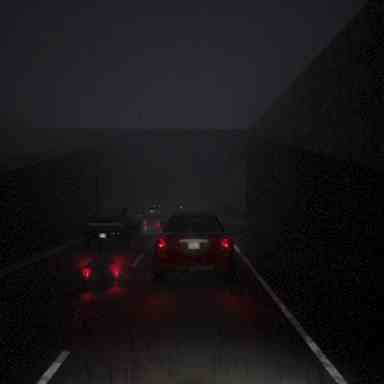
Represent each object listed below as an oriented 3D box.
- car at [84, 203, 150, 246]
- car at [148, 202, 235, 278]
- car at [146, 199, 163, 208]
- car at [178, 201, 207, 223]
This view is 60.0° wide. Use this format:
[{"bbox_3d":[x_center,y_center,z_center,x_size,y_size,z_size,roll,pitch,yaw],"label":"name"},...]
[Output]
[{"bbox_3d":[-3.415,1.458,15.188,2.128,1.511,4.902,0,0,0],"label":"car"},{"bbox_3d":[0.062,1.329,10.233,2.097,1.767,4.553,0,0,0],"label":"car"},{"bbox_3d":[-3.412,1.425,30.988,2.128,1.511,4.902,0,0,0],"label":"car"},{"bbox_3d":[0.069,1.492,26.104,2.033,1.411,5.357,0,0,0],"label":"car"}]
